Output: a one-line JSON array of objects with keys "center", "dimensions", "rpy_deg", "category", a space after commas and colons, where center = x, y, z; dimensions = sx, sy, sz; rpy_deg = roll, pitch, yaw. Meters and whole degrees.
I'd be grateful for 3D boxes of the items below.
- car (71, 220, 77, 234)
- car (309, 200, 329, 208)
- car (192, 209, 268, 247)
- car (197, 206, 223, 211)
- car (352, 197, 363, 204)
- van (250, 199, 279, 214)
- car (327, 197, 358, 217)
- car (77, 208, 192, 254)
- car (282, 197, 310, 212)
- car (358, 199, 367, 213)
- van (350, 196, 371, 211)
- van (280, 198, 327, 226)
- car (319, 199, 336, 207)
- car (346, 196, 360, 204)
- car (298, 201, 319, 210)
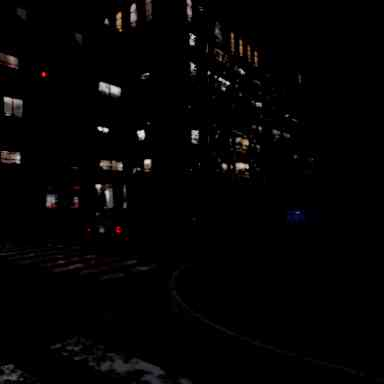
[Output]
[{"center": [-5.233, 1.742, 20.156], "dimensions": [1.967, 1.590, 4.097], "rpy_deg": [-2, -2, 36], "category": "car"}, {"center": [21.560, 2.048, 56.438], "dimensions": [1.947, 1.339, 4.313], "rpy_deg": [-2, -2, 36], "category": "car"}, {"center": [1.507, 1.633, 15.174], "dimensions": [1.947, 1.339, 4.313], "rpy_deg": [-2, -2, 36], "category": "car"}, {"center": [1.467, 1.912, 29.225], "dimensions": [1.947, 1.339, 4.313], "rpy_deg": [-2, -2, 36], "category": "car"}, {"center": [41.649, 2.057, 83.655], "dimensions": [1.967, 1.590, 4.097], "rpy_deg": [-2, -2, 36], "category": "car"}, {"center": [8.159, 1.733, 38.301], "dimensions": [1.690, 1.788, 3.998], "rpy_deg": [-2, -2, 36], "category": "van"}, {"center": [14.899, 1.598, 33.320], "dimensions": [1.967, 1.590, 4.097], "rpy_deg": [-2, -2, 36], "category": "car"}, {"center": [-2.251, 1.478, 14.288], "dimensions": [2.097, 1.767, 4.553], "rpy_deg": [-2, -1, 32], "category": "car"}, {"center": [14.856, 1.752, 47.373], "dimensions": [2.192, 1.841, 5.009], "rpy_deg": [-2, -2, 36], "category": "car"}, {"center": [18.251, 1.762, 37.852], "dimensions": [1.802, 1.307, 4.206], "rpy_deg": [-2, -2, 36], "category": "car"}, {"center": [21.593, 1.544, 42.393], "dimensions": [1.690, 1.788, 3.998], "rpy_deg": [-2, -2, 36], "category": "van"}, {"center": [8.198, 1.454, 24.251], "dimensions": [1.690, 1.788, 3.998], "rpy_deg": [-2, -2, 36], "category": "van"}, {"center": [24.909, 2.070, 60.973], "dimensions": [1.947, 1.339, 4.313], "rpy_deg": [-2, -2, 36], "category": "car"}, {"center": [38.297, 1.910, 79.122], "dimensions": [2.192, 1.841, 5.009], "rpy_deg": [-2, -2, 36], "category": "car"}, {"center": [18.211, 2.041, 51.902], "dimensions": [1.802, 1.307, 4.206], "rpy_deg": [-2, -2, 36], "category": "car"}]
